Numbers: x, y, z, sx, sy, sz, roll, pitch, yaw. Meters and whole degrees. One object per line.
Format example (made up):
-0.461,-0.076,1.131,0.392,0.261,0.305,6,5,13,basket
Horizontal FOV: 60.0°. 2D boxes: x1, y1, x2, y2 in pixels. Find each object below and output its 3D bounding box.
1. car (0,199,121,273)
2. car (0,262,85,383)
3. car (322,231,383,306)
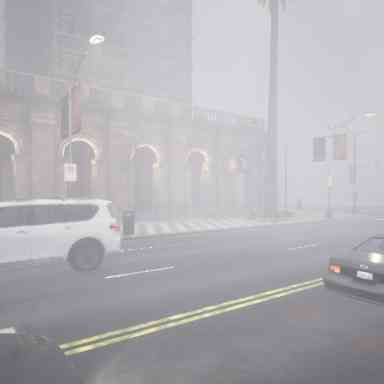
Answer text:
-4.759,1.221,9.202,5.566,2.045,2.150,0,0,-36,car
-3.179,1.547,1.473,5.357,1.411,2.033,0,0,-36,car
5.156,1.547,7.451,5.357,1.411,2.033,0,0,-35,car
